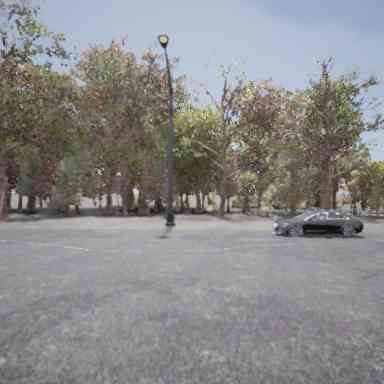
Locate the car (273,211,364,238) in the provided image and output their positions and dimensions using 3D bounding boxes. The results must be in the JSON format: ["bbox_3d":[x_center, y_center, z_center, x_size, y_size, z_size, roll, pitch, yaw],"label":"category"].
[{"bbox_3d":[7.188,1.831,19.064,4.902,1.511,2.128,0,-1,0],"label":"car"}]
